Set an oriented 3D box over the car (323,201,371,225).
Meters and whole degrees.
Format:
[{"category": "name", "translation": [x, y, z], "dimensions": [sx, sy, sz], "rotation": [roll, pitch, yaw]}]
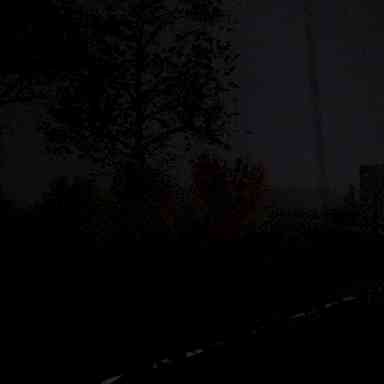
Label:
[{"category": "car", "translation": [12.431, 1.514, 25.666], "dimensions": [2.097, 1.767, 4.553], "rotation": [-1, 0, -33]}]
